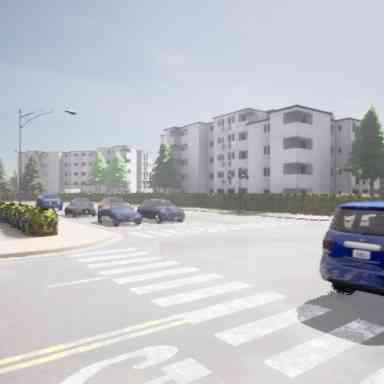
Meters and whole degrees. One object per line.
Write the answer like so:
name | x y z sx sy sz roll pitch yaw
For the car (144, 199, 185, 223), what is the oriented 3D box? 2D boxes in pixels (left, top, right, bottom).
car | -2.445 1.345 25.578 2.097 1.767 4.553 0 0 -36

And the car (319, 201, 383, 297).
car | 5.179 1.216 7.573 5.566 2.045 2.150 0 0 -37

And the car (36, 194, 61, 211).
car | -17.316 1.215 40.354 2.150 2.045 5.566 0 0 -35

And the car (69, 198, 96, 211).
car | -13.646 1.498 41.205 1.837 1.490 4.892 0 0 -36

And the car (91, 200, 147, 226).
car | -5.236 1.521 23.459 1.812 1.442 4.674 0 0 -36

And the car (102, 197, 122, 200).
car | -7.627 1.345 32.818 2.097 1.767 4.553 0 0 -36

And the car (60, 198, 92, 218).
car | -10.307 1.559 30.568 1.994 1.385 4.181 0 0 -35
